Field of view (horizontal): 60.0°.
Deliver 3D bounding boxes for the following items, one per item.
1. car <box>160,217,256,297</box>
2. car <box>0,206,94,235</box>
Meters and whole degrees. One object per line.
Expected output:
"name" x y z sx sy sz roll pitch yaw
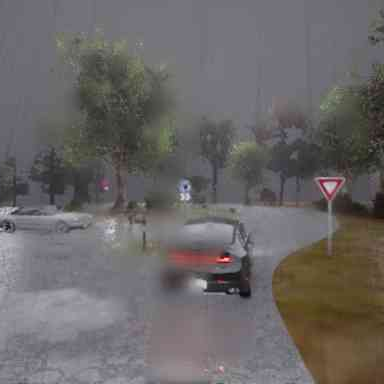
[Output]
"car" 0.584 1.386 8.366 1.837 1.490 4.892 0 1 11
"car" -7.487 1.361 16.923 4.718 1.301 1.895 0 1 12
